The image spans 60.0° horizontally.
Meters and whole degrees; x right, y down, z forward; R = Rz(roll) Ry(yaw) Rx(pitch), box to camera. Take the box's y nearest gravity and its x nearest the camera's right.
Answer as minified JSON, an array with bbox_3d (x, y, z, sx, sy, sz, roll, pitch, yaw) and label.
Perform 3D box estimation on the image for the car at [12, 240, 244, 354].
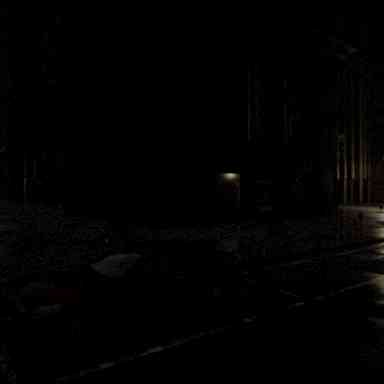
[{"bbox_3d":[-0.879,1.587,6.049,4.206,1.307,1.802,0,0,-36],"label":"car"}]
